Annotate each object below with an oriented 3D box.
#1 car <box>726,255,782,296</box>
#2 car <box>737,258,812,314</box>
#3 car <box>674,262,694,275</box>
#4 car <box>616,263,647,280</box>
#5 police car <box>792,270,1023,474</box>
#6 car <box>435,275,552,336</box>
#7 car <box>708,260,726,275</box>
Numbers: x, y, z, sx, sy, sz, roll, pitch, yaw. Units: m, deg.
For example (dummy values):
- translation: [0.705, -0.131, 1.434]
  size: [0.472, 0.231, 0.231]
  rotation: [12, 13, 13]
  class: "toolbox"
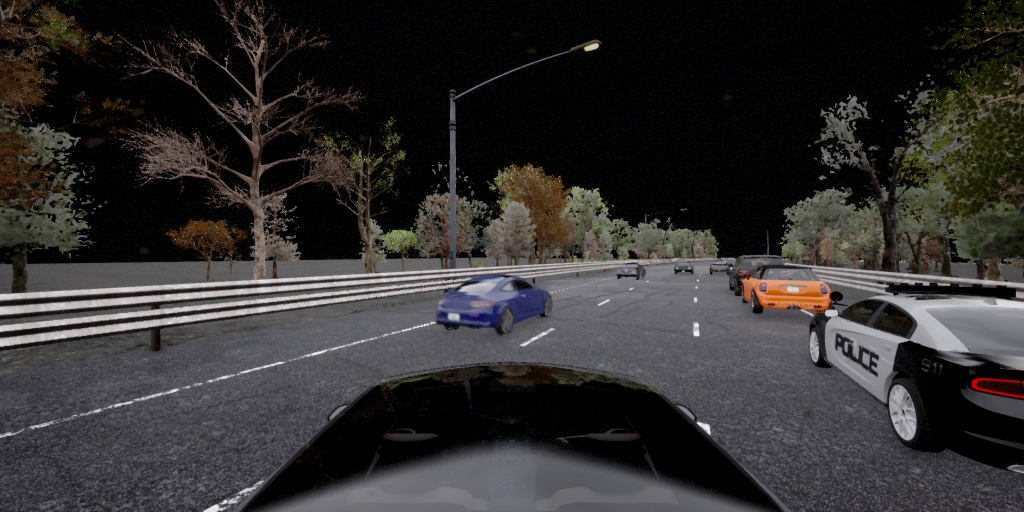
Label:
- translation: [12.774, 0.978, 18.758]
  size: [2.150, 2.045, 5.566]
  rotation: [0, 0, 28]
  class: "car"
- translation: [10.025, 1.102, 13.443]
  size: [2.097, 1.767, 4.553]
  rotation: [0, 0, 27]
  class: "car"
- translation: [19.526, 1.370, 40.551]
  size: [1.895, 1.301, 4.718]
  rotation: [0, 0, 29]
  class: "car"
- translation: [10.515, 1.306, 31.430]
  size: [2.033, 1.411, 5.357]
  rotation: [0, 0, 28]
  class: "car"
- translation: [5.640, 1.175, 4.751]
  size: [1.930, 1.638, 5.238]
  rotation: [0, 0, 26]
  class: "police car"
- translation: [-0.341, 1.276, 10.528]
  size: [1.812, 1.442, 4.674]
  rotation: [0, 0, 27]
  class: "car"
- translation: [22.696, 1.262, 39.215]
  size: [2.128, 1.511, 4.902]
  rotation: [0, 0, 30]
  class: "car"
